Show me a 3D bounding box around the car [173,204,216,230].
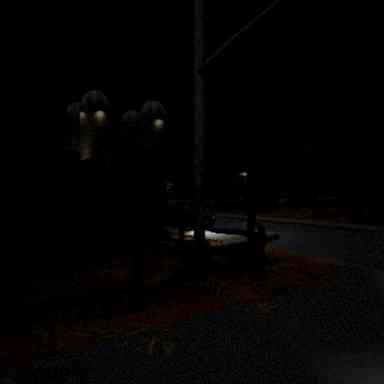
[{"bbox_3d":[-0.461,1.477,21.181,1.812,1.442,4.674,0,0,-36],"label":"car"}]
